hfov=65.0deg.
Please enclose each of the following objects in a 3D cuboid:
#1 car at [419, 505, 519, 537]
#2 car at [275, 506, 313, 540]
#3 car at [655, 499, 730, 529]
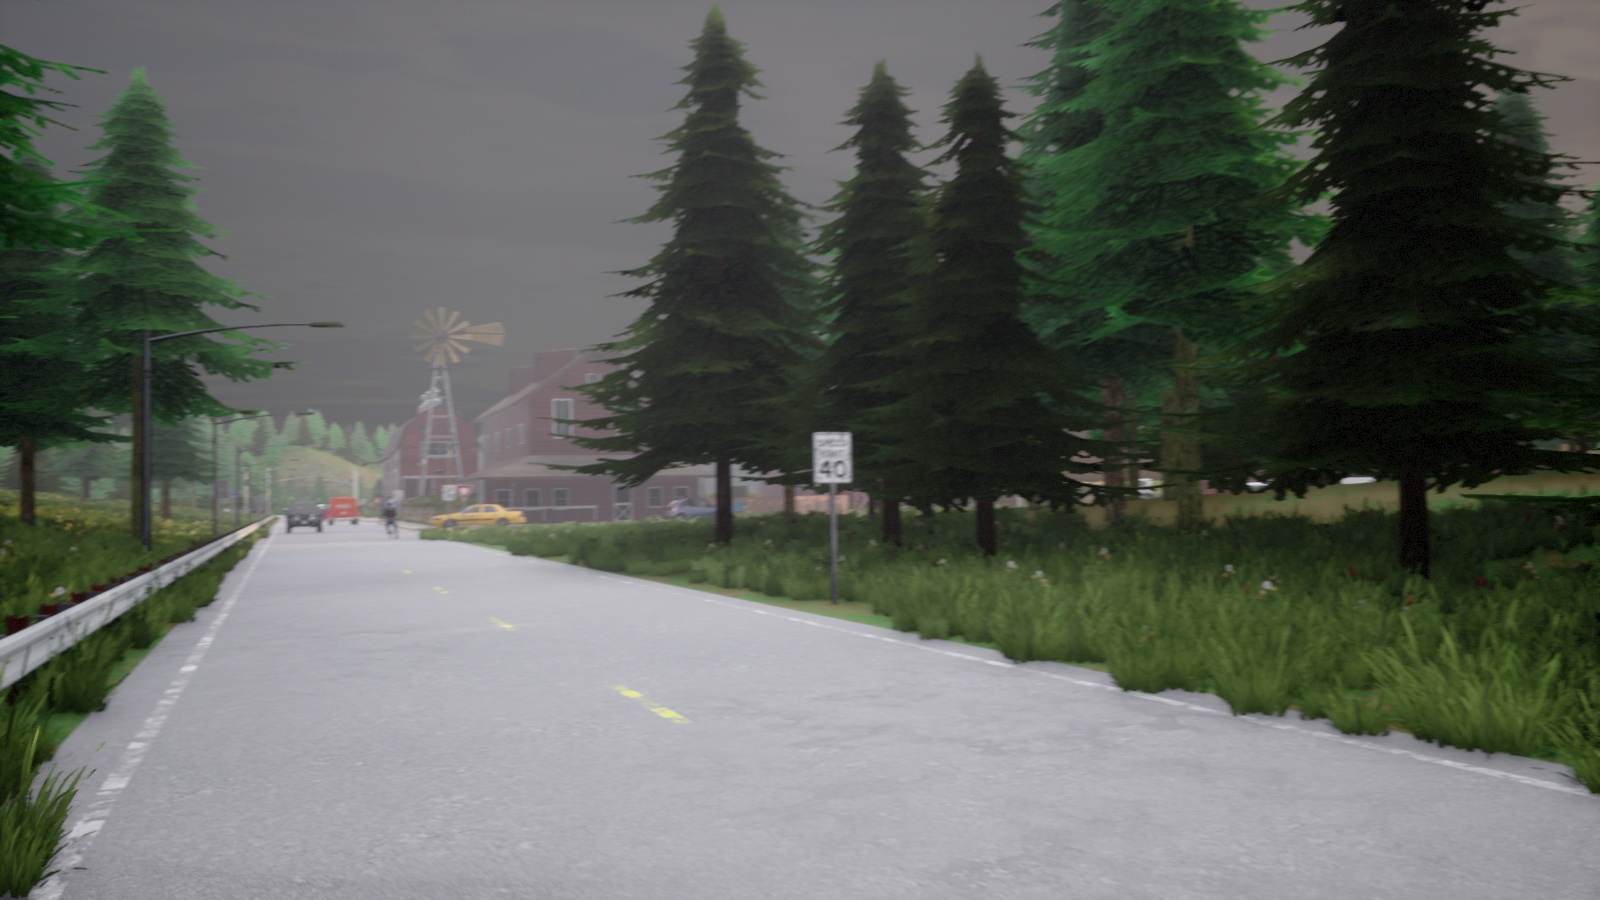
[{"bbox_3d":[-19.062,4.068,72.323,5.366,1.575,1.801,-1,-2,-23],"label":"car"},{"bbox_3d":[-32.534,4.683,80.689,2.150,2.045,5.566,-1,-2,-23],"label":"car"},{"bbox_3d":[-6.339,3.736,73.818,3.988,1.617,1.851,-1,-3,-23],"label":"car"}]
